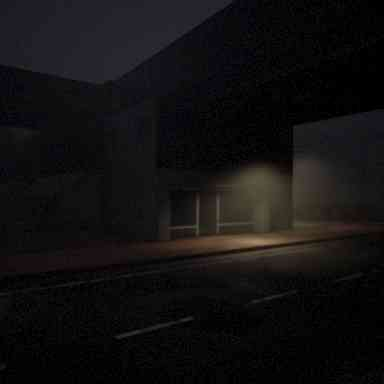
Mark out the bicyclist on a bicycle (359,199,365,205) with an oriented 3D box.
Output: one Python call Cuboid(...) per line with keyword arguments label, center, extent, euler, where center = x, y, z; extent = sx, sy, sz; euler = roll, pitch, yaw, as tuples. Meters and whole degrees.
Cuboid(label="bicyclist on a bicycle", center=(24.662, 1.810, 48.255), extent=(1.656, 1.620, 0.582), euler=(0, 0, -36))
